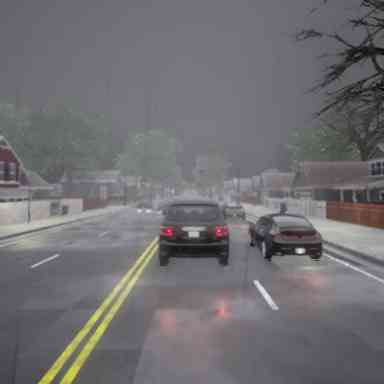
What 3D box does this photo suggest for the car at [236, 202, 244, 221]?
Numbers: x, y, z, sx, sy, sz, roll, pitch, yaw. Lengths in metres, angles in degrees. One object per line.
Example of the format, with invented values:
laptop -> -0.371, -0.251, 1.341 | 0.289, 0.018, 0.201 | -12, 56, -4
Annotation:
car -> 3.323, 1.596, 27.965 | 2.128, 1.511, 4.902 | 0, 0, 0

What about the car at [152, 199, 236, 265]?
car -> 0.068, 1.268, 11.921 | 2.150, 2.045, 5.566 | 0, 0, 0

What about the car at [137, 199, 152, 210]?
car -> -6.539, 1.719, 47.085 | 2.033, 1.411, 5.357 | 0, 0, 1

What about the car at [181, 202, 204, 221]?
car -> 0.079, 1.633, 28.857 | 1.812, 1.442, 4.674 | 0, 0, 0

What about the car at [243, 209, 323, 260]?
car -> 3.321, 1.552, 12.563 | 1.837, 1.490, 4.892 | 0, 0, 0

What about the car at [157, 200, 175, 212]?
car -> -3.320, 1.720, 42.643 | 1.994, 1.385, 4.181 | 0, 0, 0
